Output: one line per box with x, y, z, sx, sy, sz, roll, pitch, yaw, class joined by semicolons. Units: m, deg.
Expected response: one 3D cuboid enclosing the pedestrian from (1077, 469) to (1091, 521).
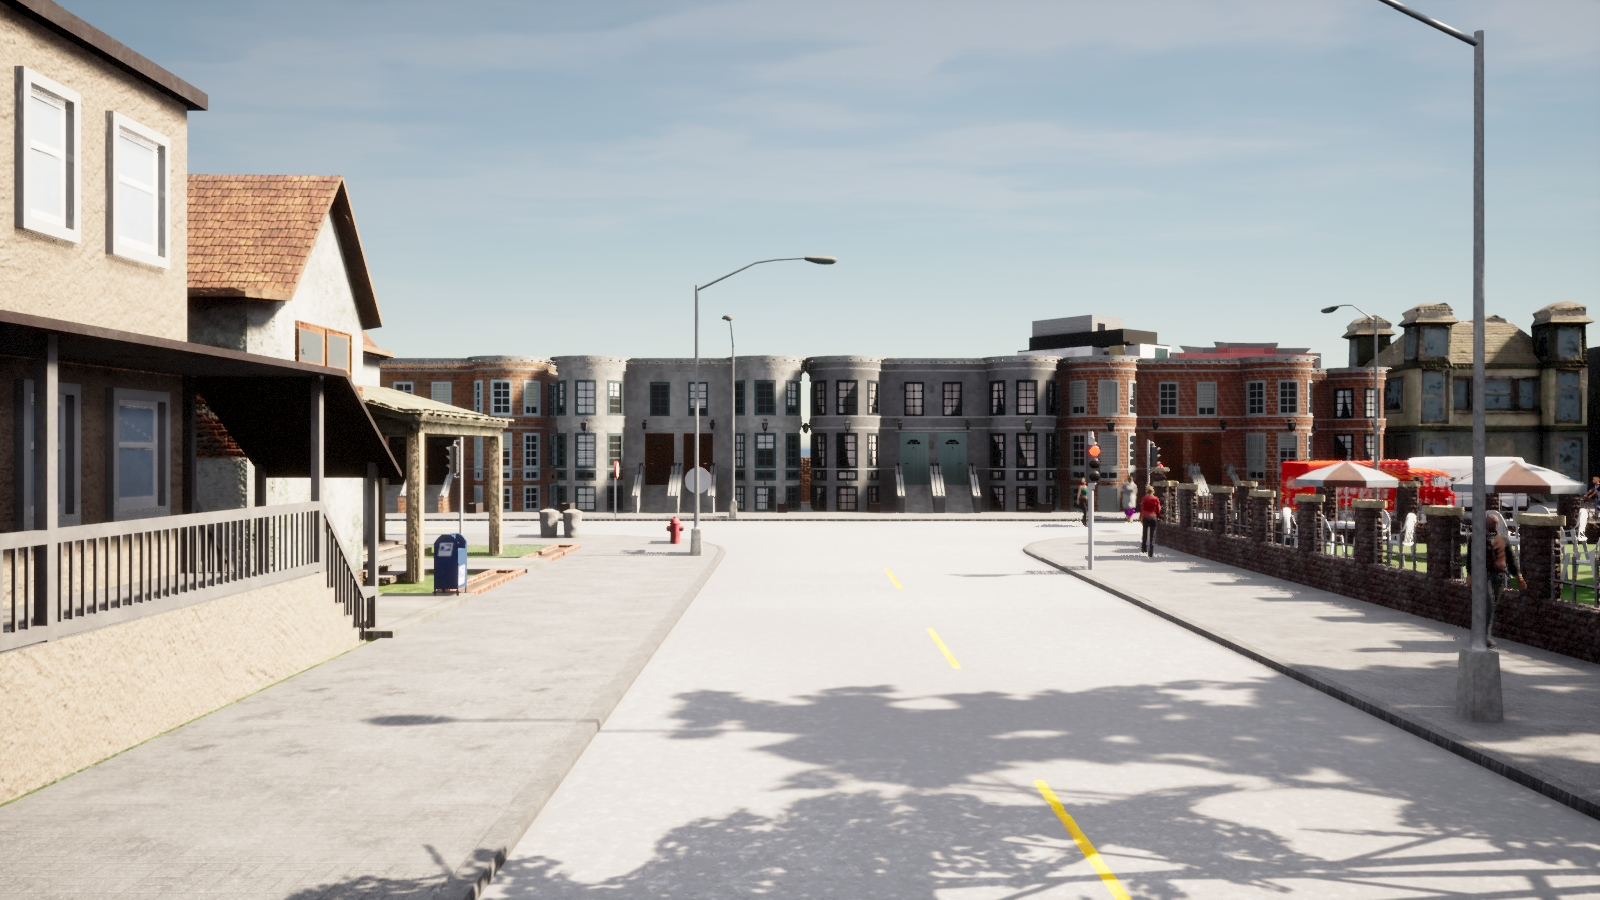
10.242;1.629;41.209;0.375;1.860;0.375;0;0;-9;pedestrian

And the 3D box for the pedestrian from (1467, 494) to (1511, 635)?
9.260;1.523;15.358;0.375;1.860;0.375;0;0;3;pedestrian

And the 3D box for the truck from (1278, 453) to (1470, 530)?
19.386;1.357;38.809;5.204;2.467;2.627;-1;0;1;truck

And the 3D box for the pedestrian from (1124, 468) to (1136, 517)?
12.612;1.629;43.657;0.375;1.860;0.375;0;0;10;pedestrian

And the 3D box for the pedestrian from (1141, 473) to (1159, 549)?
8.662;1.516;28.315;0.375;1.860;0.375;0;0;8;pedestrian
